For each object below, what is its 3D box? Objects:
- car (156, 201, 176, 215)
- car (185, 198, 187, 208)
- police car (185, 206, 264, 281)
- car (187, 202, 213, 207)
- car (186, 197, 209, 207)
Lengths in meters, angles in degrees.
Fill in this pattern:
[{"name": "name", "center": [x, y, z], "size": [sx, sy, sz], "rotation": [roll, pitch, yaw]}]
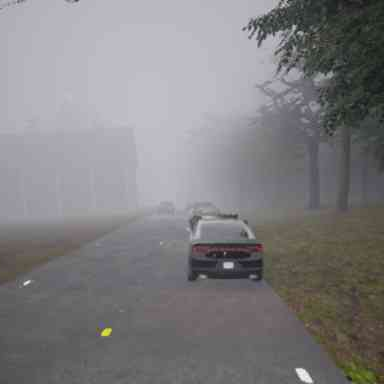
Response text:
[{"name": "car", "center": [-2.845, 1.767, 37.256], "size": [1.837, 1.490, 4.892], "rotation": [0, -1, 0]}, {"name": "car", "center": [0.012, 1.902, 45.991], "size": [2.033, 1.411, 5.357], "rotation": [0, -1, 0]}, {"name": "police car", "center": [0.824, 1.456, 10.080], "size": [1.930, 1.638, 5.238], "rotation": [0, 0, 0]}, {"name": "car", "center": [0.824, 1.570, 19.973], "size": [1.882, 1.535, 5.008], "rotation": [0, 0, 0]}, {"name": "car", "center": [0.823, 1.496, 25.946], "size": [2.097, 1.767, 4.553], "rotation": [0, -1, 0]}]
